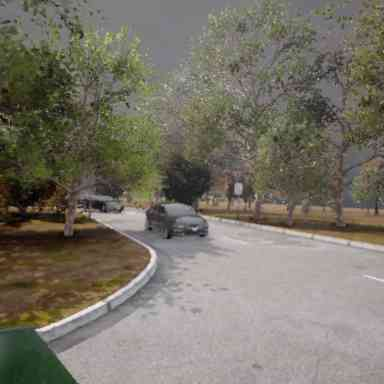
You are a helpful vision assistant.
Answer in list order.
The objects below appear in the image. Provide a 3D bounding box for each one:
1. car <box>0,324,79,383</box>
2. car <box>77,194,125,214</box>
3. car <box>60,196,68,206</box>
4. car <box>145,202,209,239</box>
[{"bbox_3d":[-2.977,1.596,1.470,4.718,1.301,1.895,0,0,-39],"label":"car"},{"bbox_3d":[-7.782,1.034,29.020,4.902,1.511,2.128,2,0,44],"label":"car"},{"bbox_3d":[-12.723,0.977,35.902,4.902,1.511,2.128,1,-1,18],"label":"car"},{"bbox_3d":[-0.859,1.256,15.850,1.837,1.490,4.892,2,0,-24],"label":"car"}]
